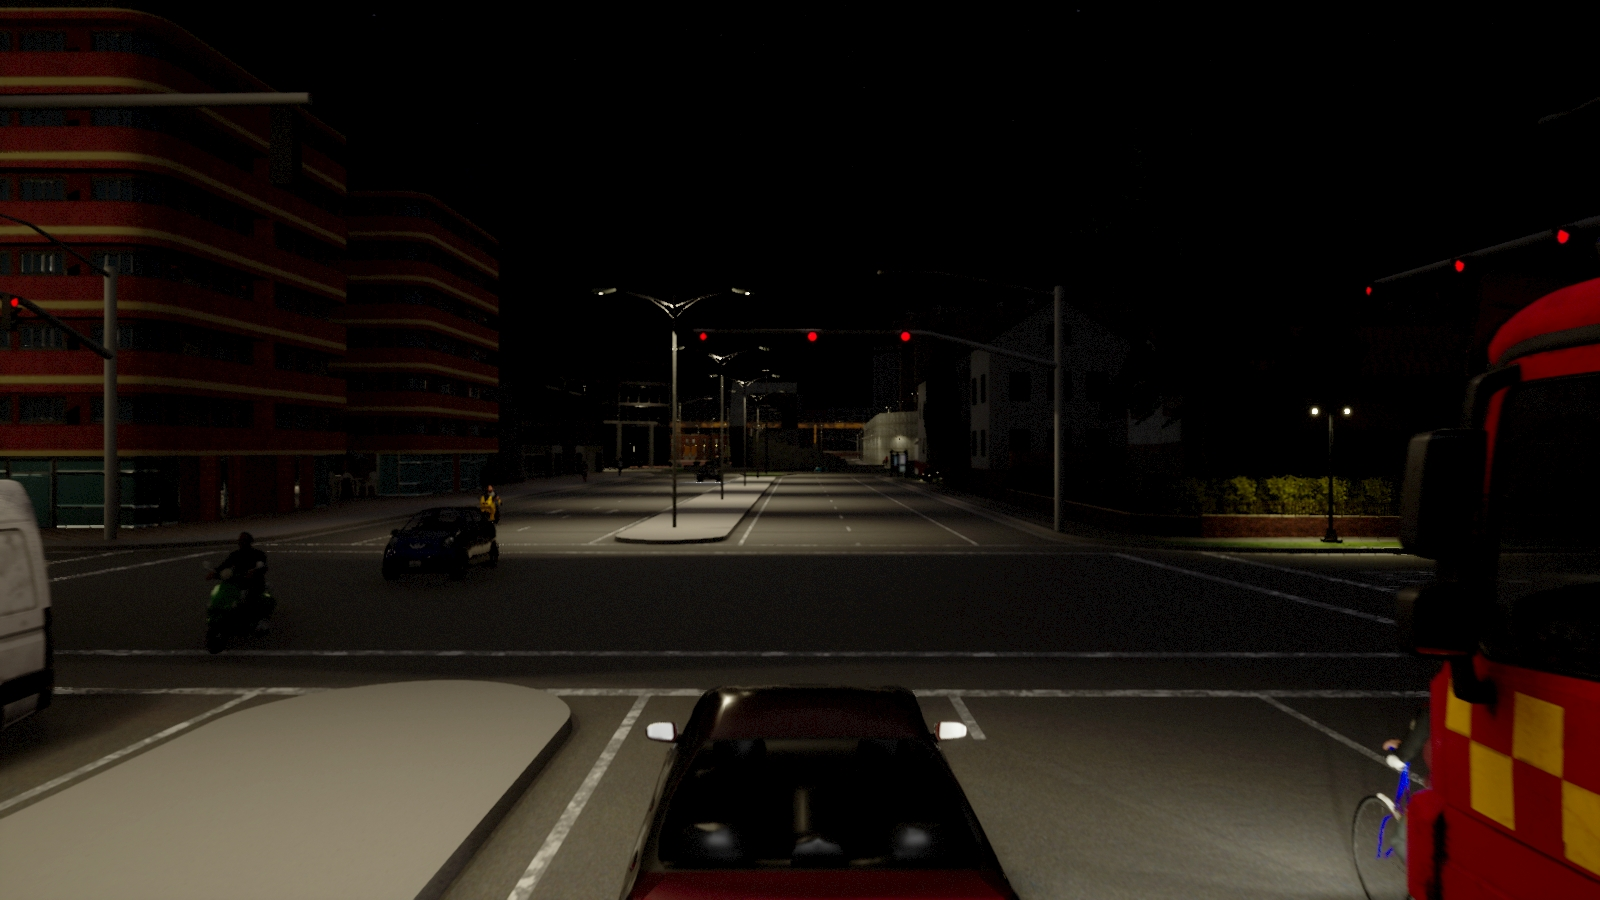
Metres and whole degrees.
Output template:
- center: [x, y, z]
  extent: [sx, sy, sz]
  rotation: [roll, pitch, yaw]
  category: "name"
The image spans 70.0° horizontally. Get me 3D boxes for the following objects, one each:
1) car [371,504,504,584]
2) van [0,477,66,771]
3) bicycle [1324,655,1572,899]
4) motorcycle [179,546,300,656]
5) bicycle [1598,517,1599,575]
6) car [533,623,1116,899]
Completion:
- center: [-8.017, 2.040, 25.610]
  extent: [1.845, 1.501, 3.633]
  rotation: [0, 0, 0]
  category: "car"
- center: [-8.016, 1.535, 7.981]
  extent: [1.988, 2.561, 5.915]
  rotation: [0, 0, 0]
  category: "van"
- center: [3.485, 2.048, 6.322]
  extent: [0.329, 1.496, 1.835]
  rotation: [0, 0, 0]
  category: "bicycle"
- center: [-8.001, 2.131, 16.402]
  extent: [0.856, 1.341, 1.805]
  rotation: [0, 0, 0]
  category: "motorcycle"
- center: [18.632, 2.145, 25.192]
  extent: [1.487, 1.301, 0.859]
  rotation: [0, 0, 0]
  category: "bicycle"
- center: [0.057, 2.040, 6.189]
  extent: [2.007, 1.525, 4.514]
  rotation: [0, 0, -1]
  category: "car"
